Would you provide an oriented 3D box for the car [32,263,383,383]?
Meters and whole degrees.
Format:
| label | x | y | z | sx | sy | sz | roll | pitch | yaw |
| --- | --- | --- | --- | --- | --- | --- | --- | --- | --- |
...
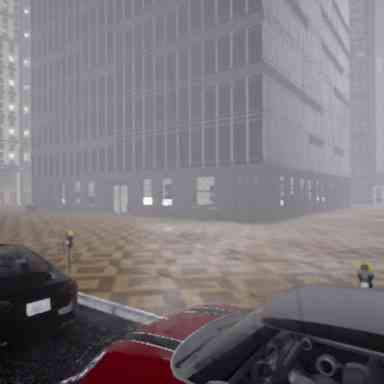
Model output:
| label | x | y | z | sx | sy | sz | roll | pitch | yaw |
| --- | --- | --- | --- | --- | --- | --- | --- | --- | --- |
| car | 0.937 | 1.441 | 2.365 | 4.097 | 1.590 | 1.967 | 0 | 0 | 36 |

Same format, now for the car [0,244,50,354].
| label | x | y | z | sx | sy | sz | roll | pitch | yaw |
| --- | --- | --- | --- | --- | --- | --- | --- | --- | --- |
| car | -3.722 | 1.563 | 5.629 | 4.313 | 1.339 | 1.947 | 0 | 0 | 36 |
